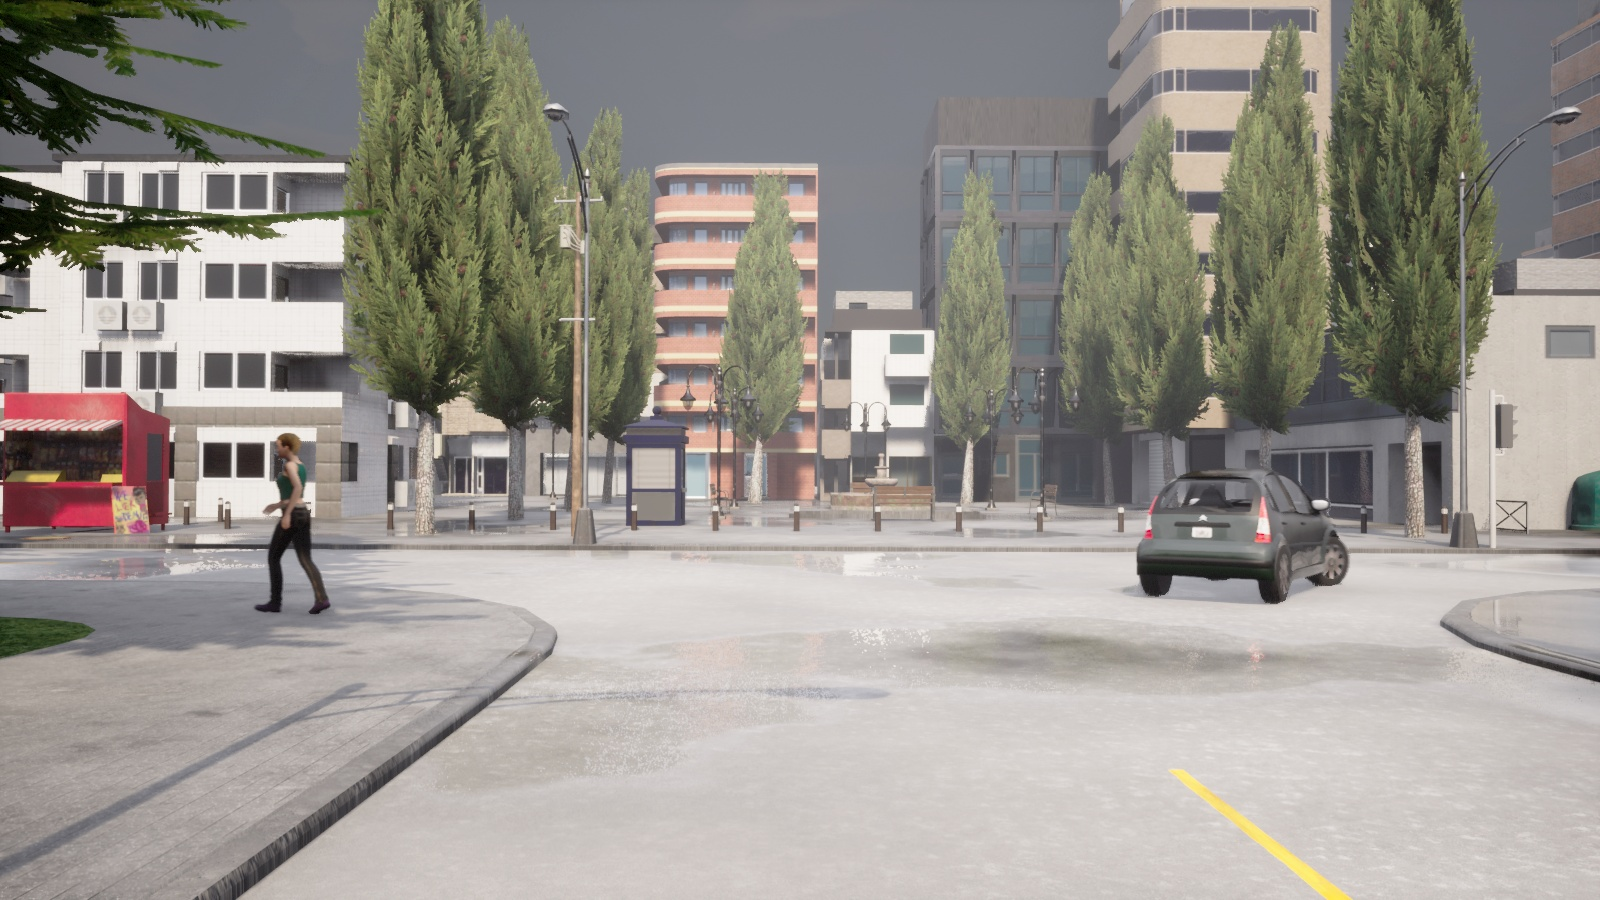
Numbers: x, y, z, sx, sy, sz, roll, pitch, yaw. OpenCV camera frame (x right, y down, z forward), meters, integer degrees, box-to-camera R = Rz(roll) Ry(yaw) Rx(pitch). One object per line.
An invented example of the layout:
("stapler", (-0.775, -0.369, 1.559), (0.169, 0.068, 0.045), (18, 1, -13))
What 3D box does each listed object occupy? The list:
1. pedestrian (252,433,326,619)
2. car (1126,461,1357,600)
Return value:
("pedestrian", (-5.132, 0.756, 12.621), (0.594, 1.836, 0.345), (0, -1, 6))
("car", (5.998, 0.970, 16.778), (1.851, 1.617, 3.988), (-1, -1, 36))
